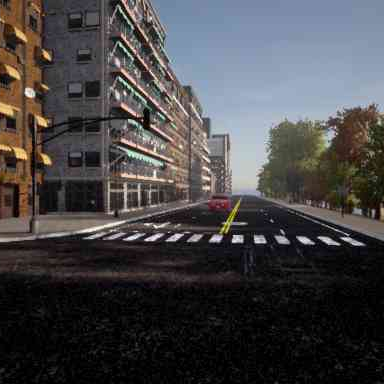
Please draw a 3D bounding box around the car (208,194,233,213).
[{"bbox_3d":[3.194,1.258,38.094,2.150,2.045,5.566,0,0,9],"label":"car"}]
